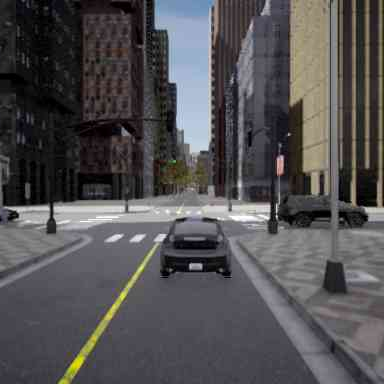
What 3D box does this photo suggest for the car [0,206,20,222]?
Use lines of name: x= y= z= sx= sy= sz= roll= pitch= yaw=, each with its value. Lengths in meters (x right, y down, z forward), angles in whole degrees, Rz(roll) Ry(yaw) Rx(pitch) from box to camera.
car: x=-15.171 y=1.553 z=24.694 sx=4.181 sy=1.385 sz=1.994 roll=0 pitch=0 yaw=0

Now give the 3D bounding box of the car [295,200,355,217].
car: x=12.460 y=1.506 z=31.311 sx=4.892 sy=1.490 sz=1.837 roll=0 pitch=0 yaw=0

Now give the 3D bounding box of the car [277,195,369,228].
car: x=8.438 y=1.238 z=21.749 sx=5.566 sy=2.045 sz=2.150 roll=0 pitch=-1 yaw=-1

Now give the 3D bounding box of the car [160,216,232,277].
car: x=0.140 y=1.504 z=10.219 sx=1.837 sy=1.490 sz=4.892 roll=0 pitch=0 yaw=1
